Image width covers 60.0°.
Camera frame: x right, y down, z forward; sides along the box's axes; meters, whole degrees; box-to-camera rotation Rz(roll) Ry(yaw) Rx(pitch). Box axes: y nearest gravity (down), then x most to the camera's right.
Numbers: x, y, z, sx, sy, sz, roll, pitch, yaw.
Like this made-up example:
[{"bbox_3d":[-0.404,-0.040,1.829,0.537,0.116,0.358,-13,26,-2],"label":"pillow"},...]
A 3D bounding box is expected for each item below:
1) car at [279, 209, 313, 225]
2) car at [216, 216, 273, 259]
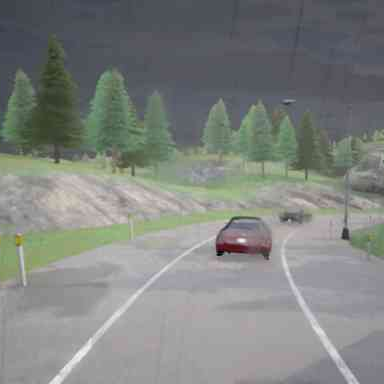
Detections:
[{"bbox_3d":[9.340,2.144,29.577,1.895,1.301,4.718,3,0,32],"label":"car"},{"bbox_3d":[2.205,1.666,13.382,1.994,1.385,4.181,1,0,14],"label":"car"}]
